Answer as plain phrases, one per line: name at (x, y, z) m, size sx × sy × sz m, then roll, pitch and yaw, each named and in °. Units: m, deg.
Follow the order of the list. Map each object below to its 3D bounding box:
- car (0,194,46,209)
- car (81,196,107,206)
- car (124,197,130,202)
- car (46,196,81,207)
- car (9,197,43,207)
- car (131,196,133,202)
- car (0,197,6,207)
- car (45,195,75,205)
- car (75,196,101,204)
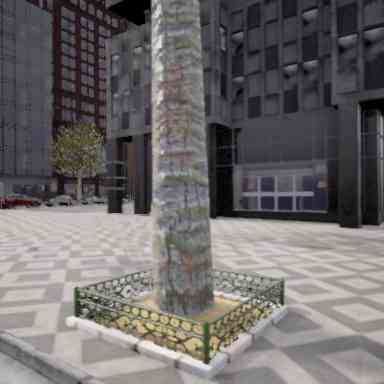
car at (-20.939, 1.133, 40.238) m, size 2.192 × 1.841 × 5.009 m, roll 0°, pitch 0°, yaw 35°
car at (-14.533, 1.351, 49.519) m, size 1.947 × 1.339 × 4.313 m, roll 0°, pitch 0°, yaw 35°
car at (-13.478, 1.341, 55.743) m, size 2.033 × 1.411 × 5.357 m, roll -1°, pitch 0°, yaw 35°
car at (-17.735, 1.367, 44.879) m, size 1.947 × 1.339 × 4.313 m, roll 0°, pitch 0°, yaw 35°
car at (-24.750, 1.453, 49.724) m, size 1.802 × 1.307 × 4.206 m, roll 0°, pitch 0°, yaw 35°
car at (-11.938, 1.384, 68.291) m, size 1.947 × 1.339 × 4.313 m, roll 0°, pitch 0°, yaw 35°
car at (-27.952, 1.453, 45.082) m, size 1.947 × 1.339 × 4.313 m, roll 0°, pitch 0°, yaw 35°
car at (-21.548, 1.295, 54.365) m, size 1.967 × 1.590 × 4.097 m, roll 0°, pitch 0°, yaw 35°
car at (-18.344, 1.423, 59.007) m, size 1.802 × 1.307 × 4.206 m, roll 0°, pitch 0°, yaw 35°
